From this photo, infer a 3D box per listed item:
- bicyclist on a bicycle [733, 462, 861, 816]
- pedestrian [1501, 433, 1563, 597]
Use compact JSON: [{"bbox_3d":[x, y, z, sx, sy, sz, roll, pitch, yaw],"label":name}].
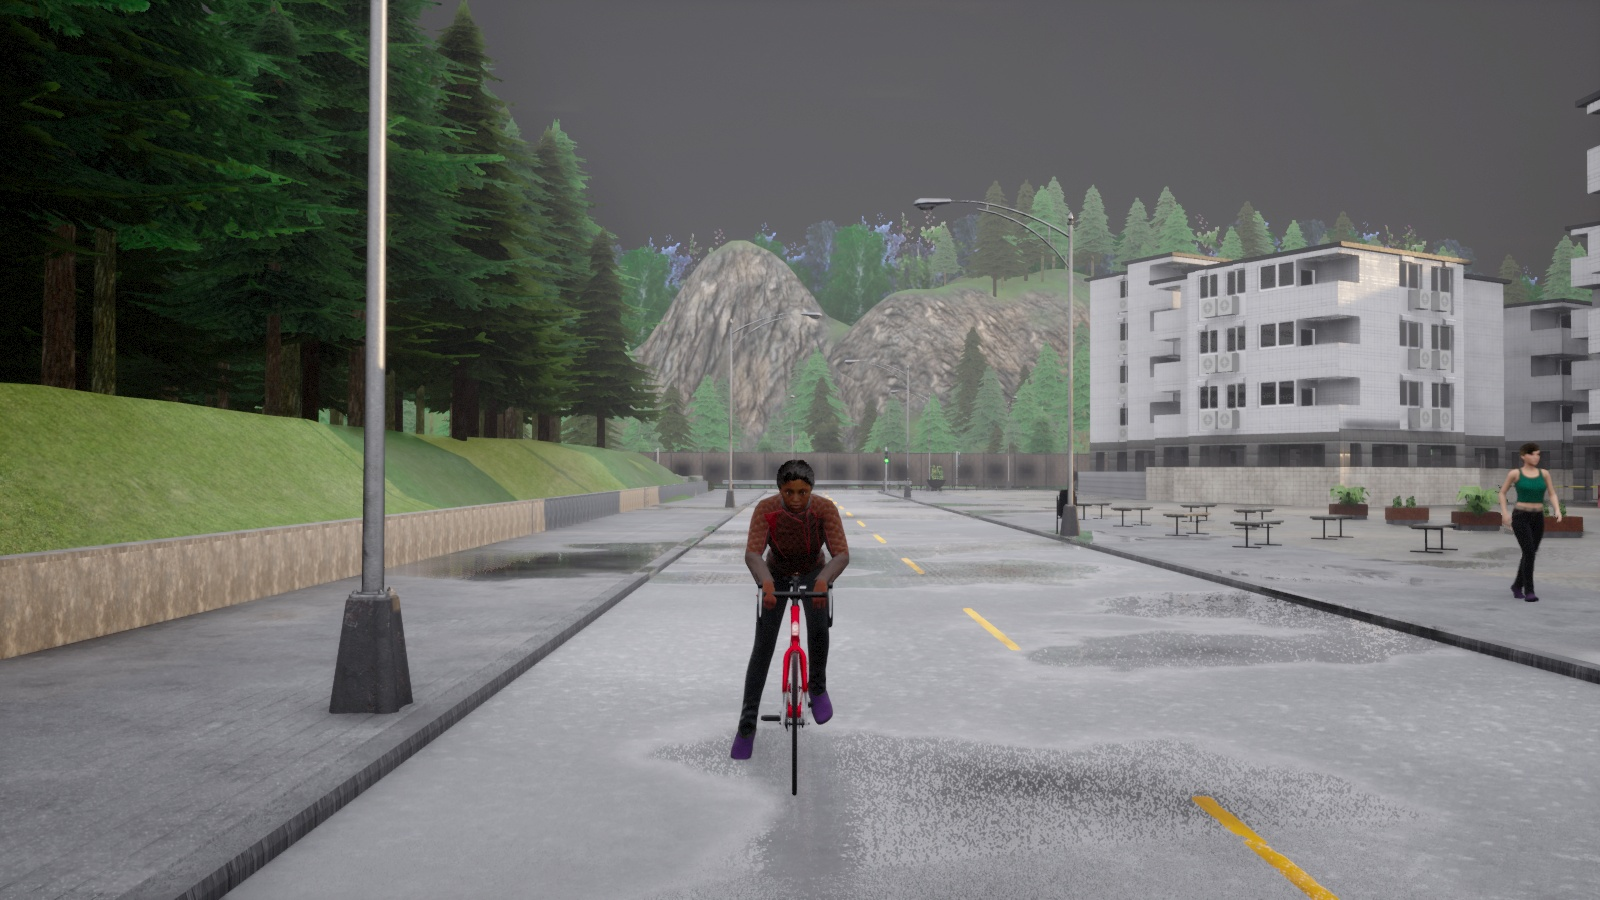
[{"bbox_3d":[-0.018,0.878,6.592,0.582,1.620,1.656,0,-1,0],"label":"bicyclist on a bicycle"},{"bbox_3d":[8.337,0.729,14.316,0.345,1.836,0.594,0,-1,2],"label":"pedestrian"}]
